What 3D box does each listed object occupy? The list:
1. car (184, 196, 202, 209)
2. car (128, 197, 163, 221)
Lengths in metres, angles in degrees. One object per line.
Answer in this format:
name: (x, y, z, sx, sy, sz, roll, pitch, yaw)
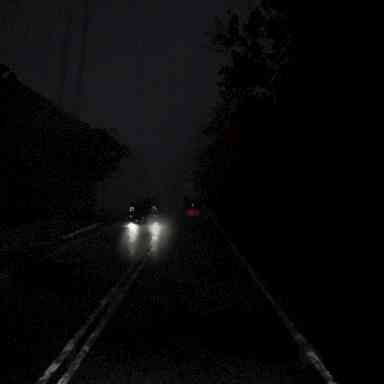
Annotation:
car: (0.100, 1.243, 41.041, 1.837, 1.490, 4.892, 0, 0, 0)
car: (-3.350, 1.177, 24.719, 2.097, 1.767, 4.553, 0, 0, 0)
